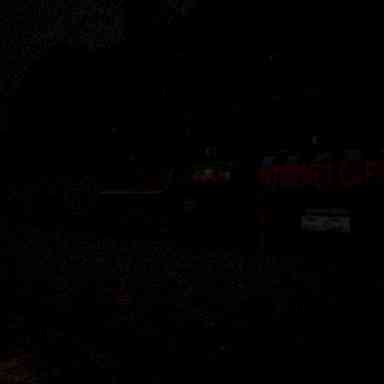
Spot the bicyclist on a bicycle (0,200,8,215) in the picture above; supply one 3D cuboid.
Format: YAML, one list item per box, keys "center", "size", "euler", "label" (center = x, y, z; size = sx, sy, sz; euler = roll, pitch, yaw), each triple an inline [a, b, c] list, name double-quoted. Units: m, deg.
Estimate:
- center: [-20.006, 1.624, 35.164]
  size: [1.656, 1.620, 0.582]
  euler: [-1, 0, 36]
  label: "bicyclist on a bicycle"
